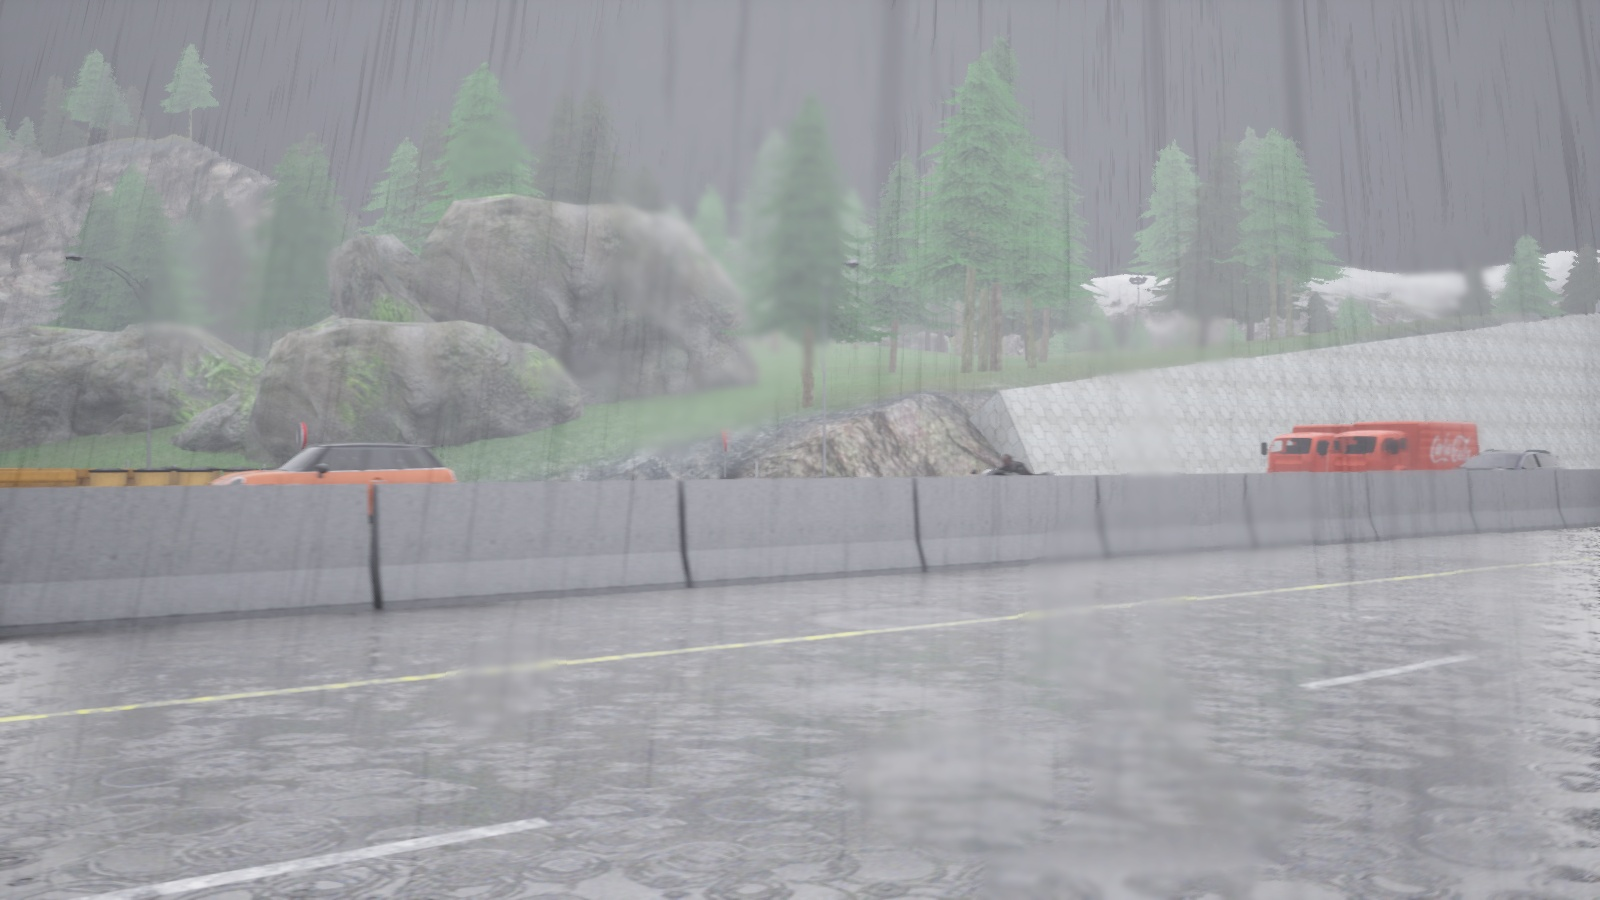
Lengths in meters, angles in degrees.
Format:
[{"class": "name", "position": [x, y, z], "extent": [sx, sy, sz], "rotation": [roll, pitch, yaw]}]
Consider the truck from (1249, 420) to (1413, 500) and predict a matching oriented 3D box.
[{"class": "truck", "position": [17.554, 0.323, 41.465], "extent": [5.204, 2.467, 2.627], "rotation": [0, 0, -35]}]

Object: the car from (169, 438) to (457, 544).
[{"class": "car", "position": [-8.888, 0.678, 23.059], "extent": [4.553, 1.767, 2.097], "rotation": [0, 0, -35]}]

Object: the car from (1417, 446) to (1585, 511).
[{"class": "car", "position": [18.985, 0.718, 33.931], "extent": [4.856, 1.649, 2.033], "rotation": [0, 0, -35]}]

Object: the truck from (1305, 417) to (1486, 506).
[{"class": "truck", "position": [17.734, 0.312, 37.326], "extent": [5.204, 2.467, 2.627], "rotation": [0, 0, -35]}]

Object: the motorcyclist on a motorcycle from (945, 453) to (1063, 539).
[{"class": "motorcyclist on a motorcycle", "position": [3.809, 0.829, 23.367], "extent": [2.191, 1.530, 0.866], "rotation": [0, 0, -35]}]
